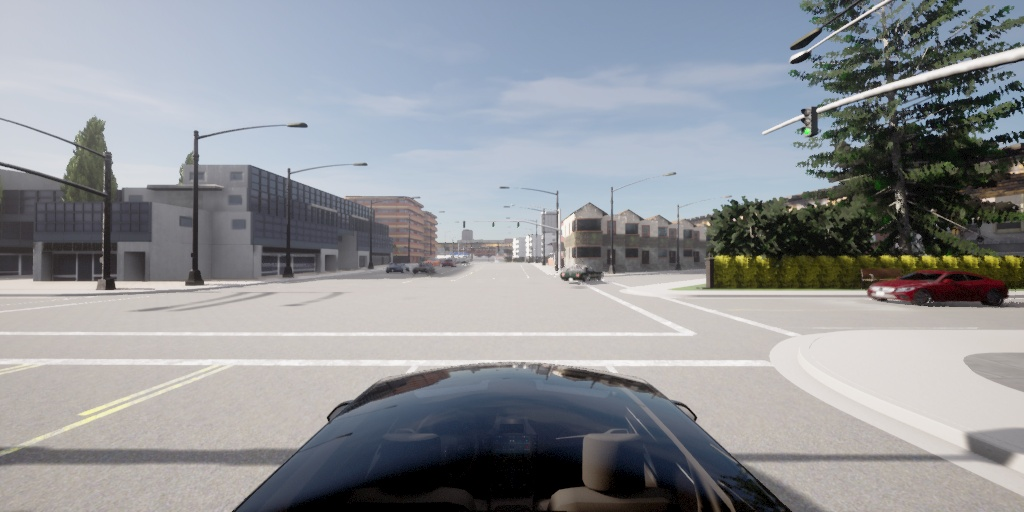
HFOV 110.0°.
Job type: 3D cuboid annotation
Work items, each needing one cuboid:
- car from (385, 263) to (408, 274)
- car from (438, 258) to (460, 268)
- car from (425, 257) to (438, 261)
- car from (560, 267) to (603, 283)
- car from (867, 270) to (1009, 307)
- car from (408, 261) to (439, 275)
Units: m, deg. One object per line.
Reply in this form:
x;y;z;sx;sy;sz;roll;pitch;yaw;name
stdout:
-14.103;1.527;44.359;1.994;1.385;4.181;0;0;0;car
-10.585;1.241;60.376;1.882;1.535;5.008;0;1;0;car
-14.070;1.064;62.970;2.097;1.767;4.553;0;1;0;car
5.855;1.522;29.565;1.895;1.301;4.718;0;-1;35;car
17.916;1.328;15.163;4.674;1.442;1.812;0;-1;0;car
-10.605;1.565;43.352;1.895;1.301;4.718;0;0;0;car
